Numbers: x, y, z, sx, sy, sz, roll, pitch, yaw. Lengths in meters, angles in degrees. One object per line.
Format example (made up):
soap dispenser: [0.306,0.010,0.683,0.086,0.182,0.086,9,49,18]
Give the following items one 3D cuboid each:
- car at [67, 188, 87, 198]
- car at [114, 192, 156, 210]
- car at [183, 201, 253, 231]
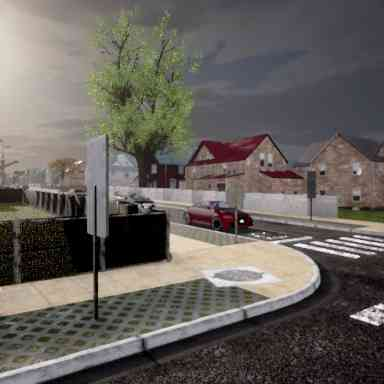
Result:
car: [-13.090,0.362,38.408,1.837,1.490,4.892,0,2,-35]
car: [-4.614,0.797,26.257,2.128,1.511,4.902,0,2,-35]
car: [1.295,1.182,17.815,1.994,1.385,4.181,0,2,-35]
